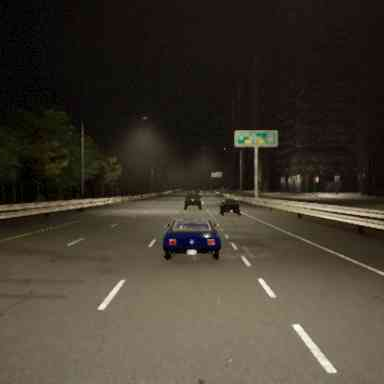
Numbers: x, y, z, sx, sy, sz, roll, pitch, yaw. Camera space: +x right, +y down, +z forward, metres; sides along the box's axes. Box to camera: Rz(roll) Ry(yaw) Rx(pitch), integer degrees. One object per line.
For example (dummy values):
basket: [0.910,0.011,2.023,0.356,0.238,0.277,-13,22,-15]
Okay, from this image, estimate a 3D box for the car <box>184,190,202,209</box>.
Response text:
car: [0.129,1.170,44.263,2.150,2.045,5.566,0,0,0]

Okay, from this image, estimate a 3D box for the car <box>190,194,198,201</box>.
car: [0.534,1.259,80.302,1.812,1.442,4.674,0,1,1]

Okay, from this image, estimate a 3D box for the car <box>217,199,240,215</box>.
car: [3.660,1.480,33.079,1.837,1.490,4.892,0,1,0]

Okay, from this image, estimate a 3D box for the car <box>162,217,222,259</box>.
car: [-0.001,1.600,12.628,1.895,1.301,4.718,0,0,0]
